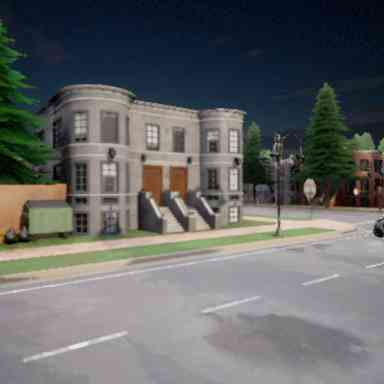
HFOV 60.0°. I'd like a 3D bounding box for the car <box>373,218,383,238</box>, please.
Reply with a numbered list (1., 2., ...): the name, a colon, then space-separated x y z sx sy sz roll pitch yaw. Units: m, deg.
1. car: 10.384 1.456 15.711 4.181 1.385 1.994 0 0 -36
